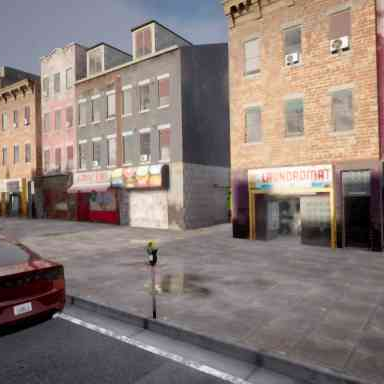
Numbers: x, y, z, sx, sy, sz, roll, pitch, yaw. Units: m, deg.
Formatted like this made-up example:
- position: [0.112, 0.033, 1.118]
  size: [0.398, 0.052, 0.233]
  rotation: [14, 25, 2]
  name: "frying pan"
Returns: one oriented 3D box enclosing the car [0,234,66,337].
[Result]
- position: [-4.379, 1.486, 6.115]
  size: [5.008, 1.535, 1.882]
  rotation: [0, 0, 36]
  name: "car"
